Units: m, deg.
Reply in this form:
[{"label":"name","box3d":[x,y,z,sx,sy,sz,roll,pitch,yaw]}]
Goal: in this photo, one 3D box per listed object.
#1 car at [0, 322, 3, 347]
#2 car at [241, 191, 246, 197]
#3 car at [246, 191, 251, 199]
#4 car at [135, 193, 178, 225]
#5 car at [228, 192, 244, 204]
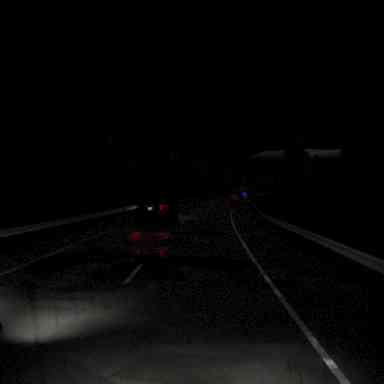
[{"label":"car","box3d":[-3.330,1.510,2.288,1.812,1.442,4.674,0,0,1]},{"label":"car","box3d":[9.969,1.006,73.169,2.128,1.511,4.902,0,0,16]},{"label":"car","box3d":[13.967,0.671,86.355,2.150,2.045,5.566,0,0,18]},{"label":"car","box3d":[-2.327,1.100,22.916,2.150,2.045,5.566,0,0,5]},{"label":"car","box3d":[7.341,1.190,56.901,1.882,1.535,5.008,0,0,12]}]
